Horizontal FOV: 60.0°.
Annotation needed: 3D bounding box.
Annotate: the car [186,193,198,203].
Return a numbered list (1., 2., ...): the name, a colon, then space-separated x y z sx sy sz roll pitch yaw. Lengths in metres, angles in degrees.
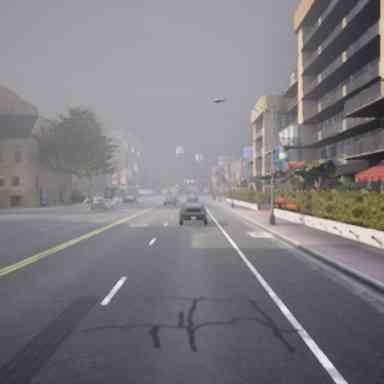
1. car: 0.003 1.147 64.614 2.097 1.767 4.553 0 0 0

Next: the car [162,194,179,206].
1. car: -3.397 1.383 51.703 2.033 1.411 5.357 0 0 0

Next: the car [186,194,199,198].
1. car: 0.089 1.185 52.551 2.097 1.767 4.553 0 0 0

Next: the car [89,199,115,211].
1. car: -10.591 1.475 39.390 1.895 1.301 4.718 0 0 0

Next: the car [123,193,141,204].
1. car: -10.549 1.296 57.098 1.882 1.535 5.008 0 0 0

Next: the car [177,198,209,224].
1. car: 0.101 1.429 23.796 1.837 1.490 4.892 0 0 0
